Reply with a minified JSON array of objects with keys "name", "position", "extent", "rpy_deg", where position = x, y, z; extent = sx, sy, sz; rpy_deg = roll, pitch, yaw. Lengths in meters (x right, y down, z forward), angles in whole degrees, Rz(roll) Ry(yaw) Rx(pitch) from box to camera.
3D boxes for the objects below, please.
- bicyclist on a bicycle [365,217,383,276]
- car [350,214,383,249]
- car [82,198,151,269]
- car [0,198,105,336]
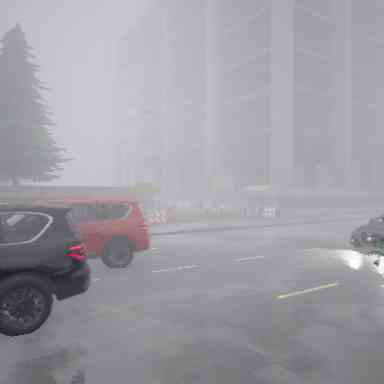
[{"name":"bicyclist on a bicycle","position":[5.251,1.455,8.606],"extent":[0.582,1.620,1.656],"rpy_deg":[0,-2,-32]},{"name":"car","position":[8.248,1.564,13.282],"extent":[4.181,1.385,1.994],"rpy_deg":[0,0,-32]},{"name":"car","position":[-3.964,1.222,9.779],"extent":[5.566,2.045,2.150],"rpy_deg":[0,0,-31]},{"name":"car","position":[-4.494,1.221,5.254],"extent":[5.566,2.045,2.150],"rpy_deg":[0,0,-32]}]
